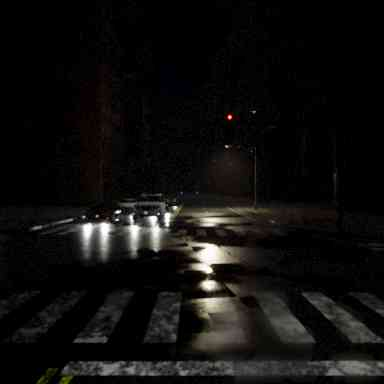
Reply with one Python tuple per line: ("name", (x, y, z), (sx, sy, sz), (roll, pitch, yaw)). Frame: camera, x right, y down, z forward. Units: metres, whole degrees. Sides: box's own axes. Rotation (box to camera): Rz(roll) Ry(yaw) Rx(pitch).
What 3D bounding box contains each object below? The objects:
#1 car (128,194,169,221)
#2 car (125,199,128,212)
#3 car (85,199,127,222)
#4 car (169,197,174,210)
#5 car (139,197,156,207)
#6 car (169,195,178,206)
("car", (-3.359, 1.154, 26.880), (2.150, 2.045, 5.566), (0, 0, 0))
("car", (-6.612, 1.440, 34.521), (1.812, 1.442, 4.674), (0, 0, 0))
("car", (-6.601, 1.500, 25.188), (1.994, 1.385, 4.181), (0, 0, 1))
("car", (-3.358, 1.509, 37.191), (1.895, 1.301, 4.718), (0, 0, 0))
("car", (-6.607, 1.443, 50.303), (1.994, 1.385, 4.181), (0, 0, 0))
("car", (-3.353, 1.230, 51.321), (2.097, 1.767, 4.553), (0, 0, 0))
